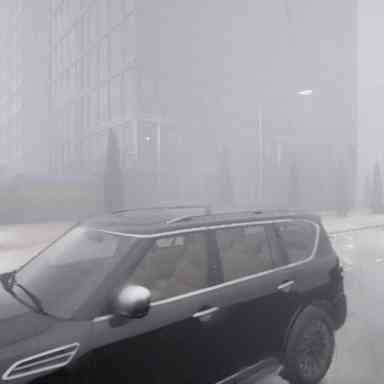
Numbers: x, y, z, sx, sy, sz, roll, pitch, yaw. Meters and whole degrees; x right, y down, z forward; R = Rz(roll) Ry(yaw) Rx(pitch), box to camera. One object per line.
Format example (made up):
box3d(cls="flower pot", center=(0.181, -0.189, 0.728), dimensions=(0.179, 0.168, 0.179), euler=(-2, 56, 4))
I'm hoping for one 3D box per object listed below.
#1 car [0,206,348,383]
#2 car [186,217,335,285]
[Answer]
box3d(cls="car", center=(-0.442, 1.221, 3.697), dimensions=(5.566, 2.045, 2.150), euler=(0, 0, -38))
box3d(cls="car", center=(2.276, 1.601, 10.269), dimensions=(4.718, 1.301, 1.895), euler=(0, 0, -38))
